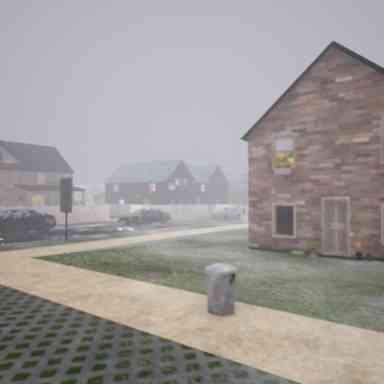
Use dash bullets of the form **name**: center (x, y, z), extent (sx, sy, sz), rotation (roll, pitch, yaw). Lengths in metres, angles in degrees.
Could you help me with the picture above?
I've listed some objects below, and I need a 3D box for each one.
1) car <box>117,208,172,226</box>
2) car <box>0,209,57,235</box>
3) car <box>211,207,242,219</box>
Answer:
- **car**: center (-3.964, 2.126, 28.891), extent (2.033, 1.411, 5.357), rotation (-1, -2, 35)
- **car**: center (-10.470, 1.795, 19.631), extent (2.128, 1.511, 4.902), rotation (-1, -2, 35)
- **car**: center (4.199, 2.538, 40.472), extent (1.895, 1.301, 4.718), rotation (-1, -2, 35)
